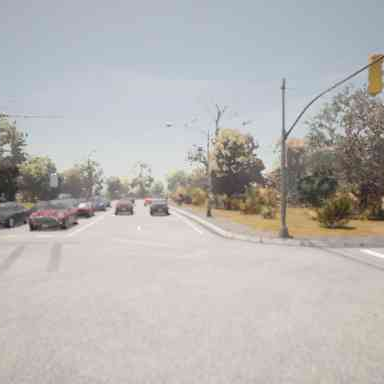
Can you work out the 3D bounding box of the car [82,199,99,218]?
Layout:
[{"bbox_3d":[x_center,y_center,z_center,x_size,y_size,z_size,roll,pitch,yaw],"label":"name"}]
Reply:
[{"bbox_3d":[-10.045,1.634,30.404,1.895,1.301,4.718,0,0,-8],"label":"car"}]

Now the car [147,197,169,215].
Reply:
[{"bbox_3d":[-3.384,1.545,34.086,1.812,1.442,4.674,0,0,-9],"label":"car"}]

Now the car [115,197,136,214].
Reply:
[{"bbox_3d":[-7.133,1.557,35.413,1.812,1.442,4.674,0,0,-9],"label":"car"}]

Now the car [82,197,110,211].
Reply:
[{"bbox_3d":[-11.550,1.407,40.210,2.097,1.767,4.553,0,0,-9],"label":"car"}]

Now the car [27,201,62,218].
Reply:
[{"bbox_3d":[-13.693,1.606,31.171,1.994,1.385,4.181,0,0,-8],"label":"car"}]

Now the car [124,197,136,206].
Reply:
[{"bbox_3d":[-11.197,1.632,60.305,1.882,1.535,5.008,0,0,-9],"label":"car"}]

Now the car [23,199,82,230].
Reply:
[{"bbox_3d":[-8.804,1.379,21.498,2.097,1.767,4.553,0,0,-8],"label":"car"}]

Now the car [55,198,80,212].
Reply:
[{"bbox_3d":[-15.215,1.545,40.940,1.882,1.535,5.008,0,0,-9],"label":"car"}]

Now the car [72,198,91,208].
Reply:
[{"bbox_3d":[-16.810,1.678,50.733,1.994,1.385,4.181,0,0,-9],"label":"car"}]

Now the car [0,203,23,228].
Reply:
[{"bbox_3d":[-12.462,1.541,22.352,1.837,1.490,4.892,0,0,-7],"label":"car"}]

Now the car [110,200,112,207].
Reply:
[{"bbox_3d":[-13.172,1.591,50.166,2.128,1.511,4.902,0,0,-9],"label":"car"}]

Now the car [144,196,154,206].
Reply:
[{"bbox_3d":[-7.355,1.479,58.314,2.097,1.767,4.553,0,0,-9],"label":"car"}]
